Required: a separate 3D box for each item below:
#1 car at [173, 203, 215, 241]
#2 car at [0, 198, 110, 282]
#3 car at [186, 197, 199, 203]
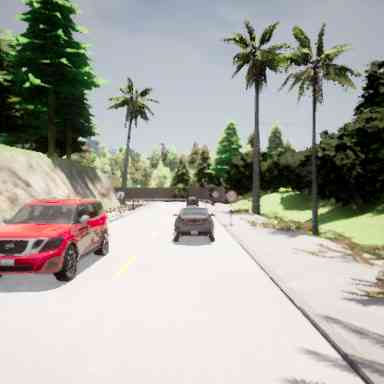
[{"bbox_3d":[0.097,1.502,16.719,1.837,1.490,4.892,0,0,0],"label":"car"},{"bbox_3d":[-4.100,1.222,10.155,2.150,2.045,5.566,0,0,0],"label":"car"},{"bbox_3d":[0.088,1.473,52.816,1.882,1.535,5.008,0,0,0],"label":"car"}]
